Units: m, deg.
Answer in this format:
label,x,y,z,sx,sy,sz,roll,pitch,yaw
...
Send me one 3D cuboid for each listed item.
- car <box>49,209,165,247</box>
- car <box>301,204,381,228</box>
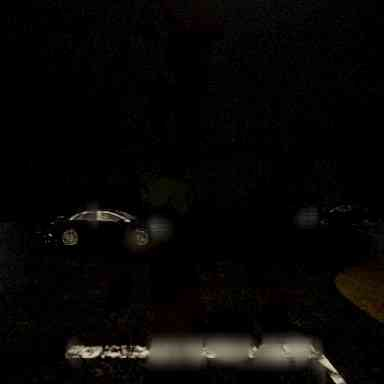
label,x,y,z,sx,sy,sz,roll,pitch,yaw
car,-3.635,1.491,14.579,4.902,1.511,2.128,0,0,-1
car,9.749,1.537,21.924,4.902,1.511,2.128,0,0,-2
